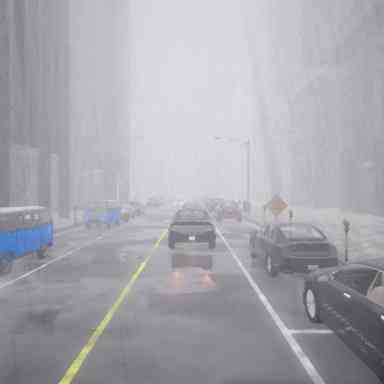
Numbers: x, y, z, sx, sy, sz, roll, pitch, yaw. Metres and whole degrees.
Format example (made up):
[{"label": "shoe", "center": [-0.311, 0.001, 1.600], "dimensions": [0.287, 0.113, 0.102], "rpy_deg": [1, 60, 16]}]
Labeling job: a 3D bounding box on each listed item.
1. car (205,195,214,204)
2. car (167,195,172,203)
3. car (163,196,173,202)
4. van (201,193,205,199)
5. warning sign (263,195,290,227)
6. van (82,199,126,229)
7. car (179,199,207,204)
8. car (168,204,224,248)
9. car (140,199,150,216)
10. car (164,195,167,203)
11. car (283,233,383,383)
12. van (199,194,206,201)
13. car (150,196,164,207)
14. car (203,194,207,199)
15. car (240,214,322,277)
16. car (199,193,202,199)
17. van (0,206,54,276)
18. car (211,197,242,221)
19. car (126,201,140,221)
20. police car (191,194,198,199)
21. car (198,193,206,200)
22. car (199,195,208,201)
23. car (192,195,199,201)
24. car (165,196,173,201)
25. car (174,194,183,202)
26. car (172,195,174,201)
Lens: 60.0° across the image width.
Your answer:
[{"label": "car", "center": [2.852, 1.437, 38.283], "dimensions": [1.967, 1.590, 4.097], "rpy_deg": [0, 0, 0]}, {"label": "car", "center": [-5.672, 1.551, 66.522], "dimensions": [2.008, 1.369, 4.403], "rpy_deg": [0, 0, 0]}, {"label": "car", "center": [-5.672, 1.554, 77.819], "dimensions": [2.008, 1.369, 4.403], "rpy_deg": [0, 0, 0]}, {"label": "van", "center": [2.851, 1.340, 55.228], "dimensions": [1.690, 1.788, 3.998], "rpy_deg": [0, 0, 0]}, {"label": "warning sign", "center": [5.074, 1.112, 20.041], "dimensions": [1.300, 1.860, 1.060], "rpy_deg": [0, 0, 0]}, {"label": "van", "center": [-5.673, 1.337, 21.331], "dimensions": [1.690, 1.788, 3.998], "rpy_deg": [0, 0, 0]}, {"label": "car", "center": [0.000, 1.570, 29.651], "dimensions": [1.994, 1.385, 4.181], "rpy_deg": [0, 0, 0]}, {"label": "car", "center": [0.000, 1.493, 14.651], "dimensions": [2.128, 1.511, 4.902], "rpy_deg": [0, 0, 0]}, {"label": "car", "center": [-5.672, 1.562, 32.629], "dimensions": [1.947, 1.339, 4.313], "rpy_deg": [0, 0, 0]}, {"label": "car", "center": [-5.672, 1.543, 55.224], "dimensions": [1.887, 1.381, 4.507], "rpy_deg": [0, 0, 0]}, {"label": "car", "center": [2.853, 1.549, 4.391], "dimensions": [2.008, 1.369, 4.403], "rpy_deg": [0, 0, 0]}, {"label": "van", "center": [2.851, 1.347, 89.120], "dimensions": [1.690, 1.788, 3.998], "rpy_deg": [0, 0, 0]}, {"label": "car", "center": [-5.672, 1.564, 49.575], "dimensions": [1.947, 1.339, 4.313], "rpy_deg": [0, 0, 0]}, {"label": "car", "center": [2.852, 1.438, 43.931], "dimensions": [1.967, 1.590, 4.097], "rpy_deg": [0, 0, 0]}, {"label": "car", "center": [2.853, 1.548, 10.041], "dimensions": [2.008, 1.369, 4.403], "rpy_deg": [0, 0, 0]}, {"label": "car", "center": [2.852, 1.440, 60.877], "dimensions": [1.967, 1.590, 4.097], "rpy_deg": [0, 0, 0]}, {"label": "van", "center": [-5.674, 1.339, 10.034], "dimensions": [1.690, 1.788, 3.998], "rpy_deg": [0, 0, 0]}, {"label": "car", "center": [2.852, 1.436, 26.986], "dimensions": [1.967, 1.590, 4.097], "rpy_deg": [0, 0, 0]}, {"label": "car", "center": [-5.672, 1.522, 26.810], "dimensions": [1.752, 1.417, 4.829], "rpy_deg": [0, 0, 0]}, {"label": "police car", "center": [0.900, 1.430, 80.159], "dimensions": [1.930, 1.638, 5.238], "rpy_deg": [0, 0, 0]}, {"label": "car", "center": [2.852, 1.322, 94.769], "dimensions": [2.192, 1.841, 5.009], "rpy_deg": [0, 0, 0]}, {"label": "car", "center": [2.852, 1.549, 83.471], "dimensions": [1.887, 1.381, 4.507], "rpy_deg": [0, 0, 0]}, {"label": "car", "center": [0.900, 1.517, 90.049], "dimensions": [1.837, 1.490, 4.892], "rpy_deg": [0, 0, 0]}, {"label": "car", "center": [-5.672, 1.586, 83.468], "dimensions": [1.802, 1.307, 4.206], "rpy_deg": [0, 0, 0]}, {"label": "car", "center": [-3.000, 1.565, 75.898], "dimensions": [1.895, 1.301, 4.718], "rpy_deg": [0, 0, 0]}, {"label": "car", "center": [-5.673, 1.442, 72.171], "dimensions": [1.967, 1.590, 4.097], "rpy_deg": [0, 0, 0]}]
